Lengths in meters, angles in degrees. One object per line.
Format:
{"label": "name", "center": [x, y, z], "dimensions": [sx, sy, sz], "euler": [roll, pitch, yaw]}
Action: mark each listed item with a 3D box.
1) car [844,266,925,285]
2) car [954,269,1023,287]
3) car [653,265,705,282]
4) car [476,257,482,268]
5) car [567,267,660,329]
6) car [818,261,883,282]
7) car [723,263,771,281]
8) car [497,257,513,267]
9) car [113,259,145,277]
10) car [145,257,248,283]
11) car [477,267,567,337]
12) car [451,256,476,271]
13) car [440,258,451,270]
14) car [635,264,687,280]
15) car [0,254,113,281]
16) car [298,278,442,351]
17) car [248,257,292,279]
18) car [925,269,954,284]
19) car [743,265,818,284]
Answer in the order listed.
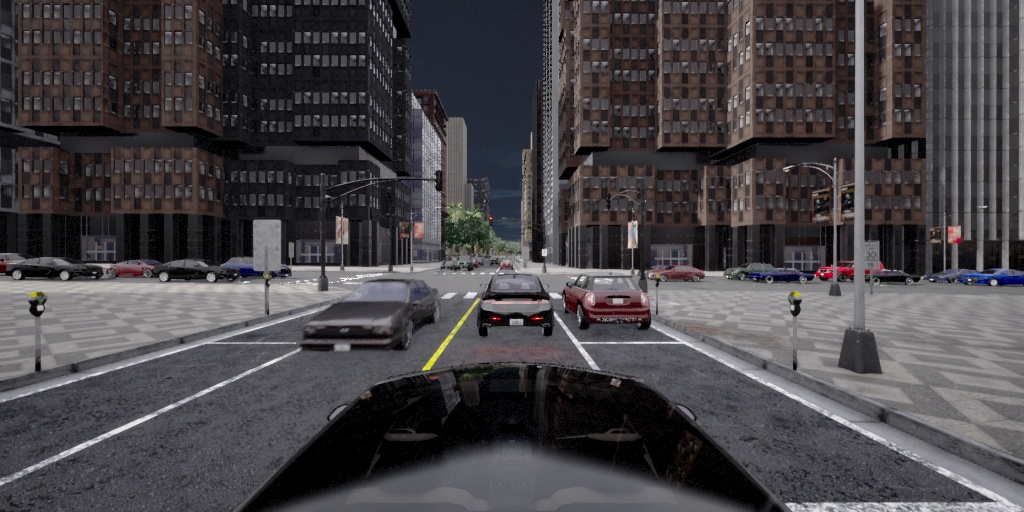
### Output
{"label": "car", "center": [32.608, 1.848, 31.500], "dimensions": [4.718, 1.301, 1.895], "euler": [1, 0, -1]}
{"label": "car", "center": [42.782, 1.874, 31.551], "dimensions": [5.008, 1.535, 1.882], "euler": [1, 0, 0]}
{"label": "car", "center": [14.350, 1.507, 31.341], "dimensions": [4.674, 1.442, 1.812], "euler": [1, 0, -1]}
{"label": "car", "center": [-6.679, 1.253, 60.170], "dimensions": [1.882, 1.535, 5.008], "euler": [0, 0, 0]}
{"label": "car", "center": [2.733, 1.190, 11.208], "dimensions": [1.967, 1.591, 4.097], "euler": [0, 0, 0]}
{"label": "car", "center": [32.806, 1.468, 34.749], "dimensions": [5.566, 2.045, 2.150], "euler": [1, 0, -1]}
{"label": "car", "center": [23.042, 1.456, 34.670], "dimensions": [4.553, 1.767, 2.097], "euler": [1, 0, -1]}
{"label": "car", "center": [-0.765, 1.198, 52.589], "dimensions": [1.967, 1.591, 4.097], "euler": [0, 0, -1]}
{"label": "car", "center": [-28.209, 0.945, 27.506], "dimensions": [4.181, 1.385, 1.994], "euler": [1, 0, -1]}
{"label": "car", "center": [-21.275, 0.960, 24.323], "dimensions": [5.008, 1.535, 1.882], "euler": [1, 0, -1]}
{"label": "car", "center": [0.075, 1.241, 10.322], "dimensions": [2.128, 1.511, 4.902], "euler": [0, 0, -1]}
{"label": "car", "center": [-6.593, 0.973, 49.408], "dimensions": [2.150, 2.045, 5.566], "euler": [0, 0, 0]}
{"label": "car", "center": [-9.290, 1.324, 52.510], "dimensions": [1.948, 1.339, 4.313], "euler": [0, 0, -1]}
{"label": "car", "center": [14.338, 1.542, 34.593], "dimensions": [4.181, 1.385, 1.994], "euler": [1, 0, -1]}
{"label": "car", "center": [-30.742, 0.827, 24.240], "dimensions": [5.008, 1.535, 1.882], "euler": [1, 0, 0]}
{"label": "car", "center": [-3.116, 1.297, 9.241], "dimensions": [2.033, 1.411, 5.357], "euler": [0, 0, 0]}
{"label": "car", "center": [-19.566, 0.855, 27.588], "dimensions": [4.553, 1.767, 2.097], "euler": [1, 0, 0]}
{"label": "car", "center": [43.439, 1.950, 34.802], "dimensions": [5.357, 1.411, 2.033], "euler": [1, 0, 0]}
{"label": "car", "center": [23.454, 1.714, 31.425], "dimensions": [4.718, 1.301, 1.895], "euler": [1, 0, -1]}
